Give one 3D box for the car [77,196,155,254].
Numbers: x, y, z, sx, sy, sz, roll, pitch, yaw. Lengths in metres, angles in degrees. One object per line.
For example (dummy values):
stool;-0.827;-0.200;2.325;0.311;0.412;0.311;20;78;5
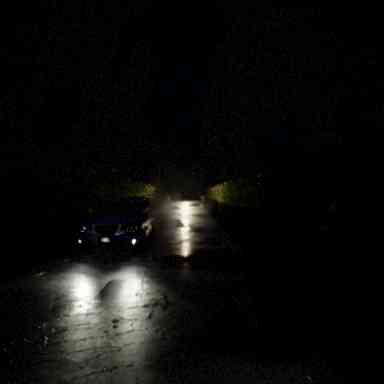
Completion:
car;-2.836;1.205;13.684;2.150;2.045;5.566;0;0;0
